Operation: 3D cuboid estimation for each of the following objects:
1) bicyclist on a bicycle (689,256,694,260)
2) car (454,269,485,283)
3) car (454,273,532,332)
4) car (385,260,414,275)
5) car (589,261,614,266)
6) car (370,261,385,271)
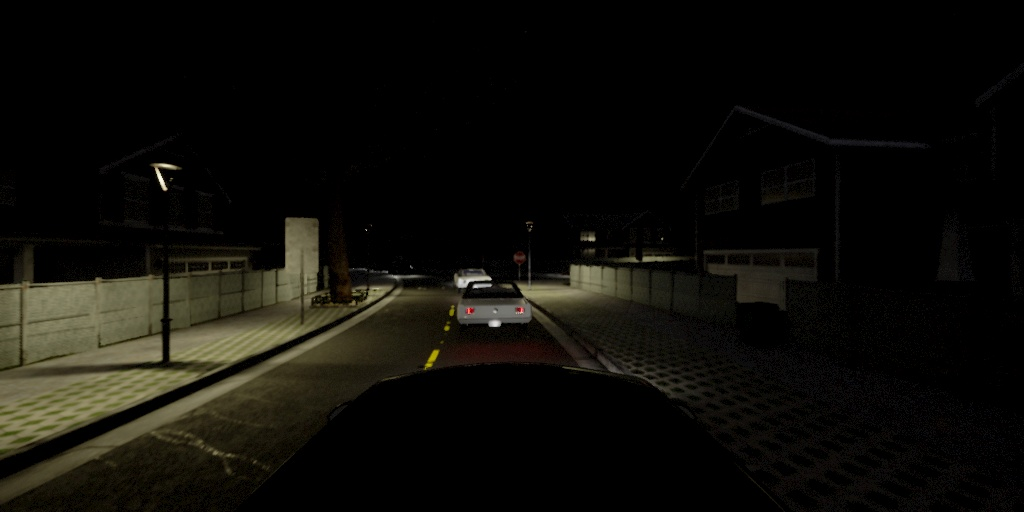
[{"bbox_3d":[14.893,0.866,29.699,0.582,1.620,1.656,-1,0,-12],"label":"bicyclist on a bicycle"},{"bbox_3d":[-2.461,1.406,21.451,1.895,1.301,4.718,0,0,-12],"label":"car"},{"bbox_3d":[-0.643,1.379,11.029,1.895,1.301,4.718,0,0,-6],"label":"car"},{"bbox_3d":[-12.663,1.209,40.808,2.097,1.767,4.553,0,0,-28],"label":"car"},{"bbox_3d":[8.429,1.163,34.292,5.357,1.411,2.033,-1,0,-12],"label":"car"},{"bbox_3d":[-18.877,1.399,51.219,1.837,1.490,4.892,0,-1,-35],"label":"car"}]
